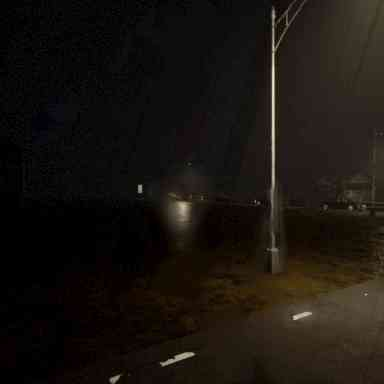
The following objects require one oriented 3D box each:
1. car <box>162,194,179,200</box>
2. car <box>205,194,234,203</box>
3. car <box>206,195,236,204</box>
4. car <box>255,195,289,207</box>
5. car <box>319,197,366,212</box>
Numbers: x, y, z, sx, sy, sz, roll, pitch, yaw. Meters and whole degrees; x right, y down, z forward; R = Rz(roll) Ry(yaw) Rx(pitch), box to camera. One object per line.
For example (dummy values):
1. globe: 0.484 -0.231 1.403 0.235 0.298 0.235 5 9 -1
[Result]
1. car: -4.727 1.122 72.068 1.895 1.301 4.718 2 -1 -35
2. car: 4.765 1.180 58.758 2.033 1.411 5.357 2 -1 -35
3. car: 4.776 1.174 52.381 1.895 1.301 4.718 2 -1 -35
4. car: 10.547 1.177 44.238 1.837 1.490 4.892 2 0 -35
5. car: 16.303 1.292 36.124 1.837 1.490 4.892 2 0 -35
